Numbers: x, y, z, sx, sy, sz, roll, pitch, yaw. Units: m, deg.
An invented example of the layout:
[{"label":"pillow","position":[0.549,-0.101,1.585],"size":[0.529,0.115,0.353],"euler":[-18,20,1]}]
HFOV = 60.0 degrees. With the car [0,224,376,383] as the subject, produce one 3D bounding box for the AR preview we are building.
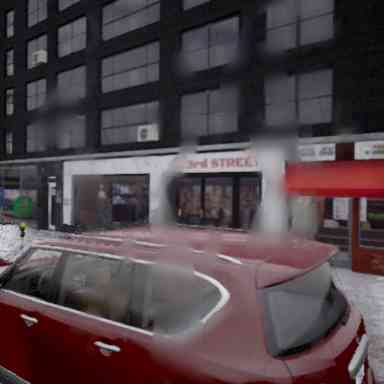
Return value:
[{"label":"car","position":[-0.802,1.298,3.655],"size":[5.009,1.841,2.192],"euler":[0,1,36]}]
